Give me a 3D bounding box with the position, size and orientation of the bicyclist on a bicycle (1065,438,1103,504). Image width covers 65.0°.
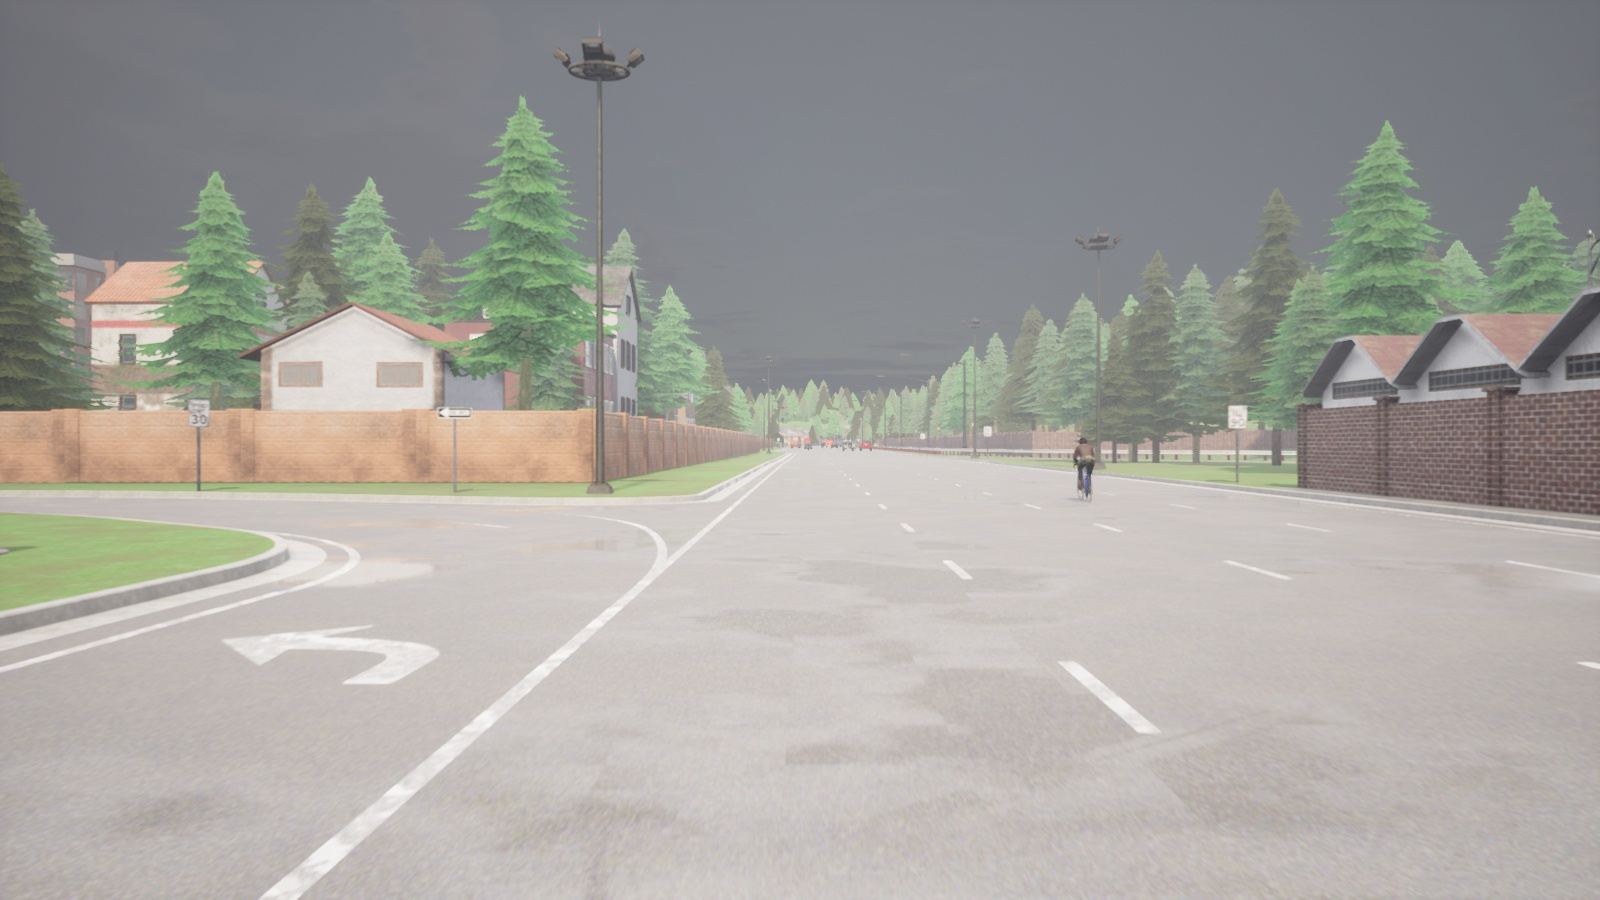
[{"bbox_3d":[7.196,0.526,31.850,0.582,1.620,1.656,0,0,0],"label":"bicyclist on a bicycle"}]
